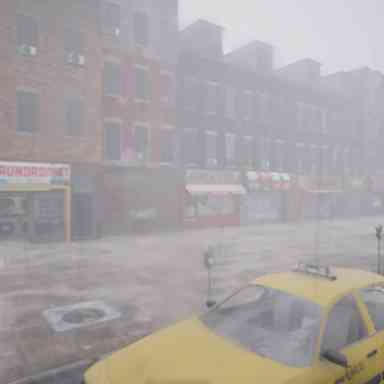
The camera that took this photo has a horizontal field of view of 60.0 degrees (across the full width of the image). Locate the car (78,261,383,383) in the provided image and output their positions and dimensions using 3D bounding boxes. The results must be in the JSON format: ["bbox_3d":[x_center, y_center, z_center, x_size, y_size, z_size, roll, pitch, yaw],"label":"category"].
[{"bbox_3d":[1.185,1.519,3.657,4.829,1.417,1.752,0,0,-35],"label":"car"}]
